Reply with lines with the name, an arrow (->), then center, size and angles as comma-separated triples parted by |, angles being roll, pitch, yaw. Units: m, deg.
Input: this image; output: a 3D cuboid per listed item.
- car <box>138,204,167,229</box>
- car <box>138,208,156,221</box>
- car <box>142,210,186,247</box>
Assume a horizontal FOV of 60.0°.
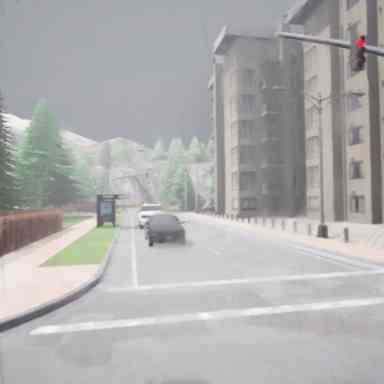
car -> -3.423, 2.027, 28.752 | 2.150, 2.045, 5.566 | 0, -2, -10
car -> -5.746, 2.720, 41.836 | 2.033, 1.411, 5.357 | 0, -2, -10
car -> -1.538, 1.989, 18.332 | 1.882, 1.535, 5.008 | 0, -2, -10
